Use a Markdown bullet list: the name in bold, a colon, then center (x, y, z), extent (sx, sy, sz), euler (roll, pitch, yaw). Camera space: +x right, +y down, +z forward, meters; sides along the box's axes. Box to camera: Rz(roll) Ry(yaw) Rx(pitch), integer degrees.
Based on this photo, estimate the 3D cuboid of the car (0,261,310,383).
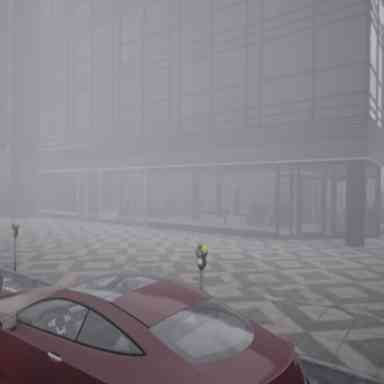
- **car**: center (-0.920, 1.556, 3.623), extent (4.206, 1.307, 1.802), euler (1, 1, 36)
